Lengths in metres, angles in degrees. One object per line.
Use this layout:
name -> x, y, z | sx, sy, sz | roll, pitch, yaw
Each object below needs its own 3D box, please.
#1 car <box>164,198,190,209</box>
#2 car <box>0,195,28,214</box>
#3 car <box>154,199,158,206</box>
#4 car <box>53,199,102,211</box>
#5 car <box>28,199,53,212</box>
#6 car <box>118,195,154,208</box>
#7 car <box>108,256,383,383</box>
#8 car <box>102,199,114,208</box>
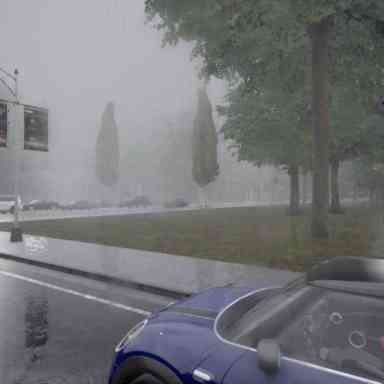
car -> -2.190, 1.643, 50.841 | 2.097, 1.767, 4.553 | 0, 0, 35
car -> -21.065, 1.388, 35.546 | 2.150, 2.045, 5.566 | 0, 0, 34
car -> -8.131, 1.824, 59.636 | 2.128, 1.511, 4.902 | 0, 0, 36
car -> -15.102, 1.767, 44.062 | 2.033, 1.411, 5.357 | 0, 0, 35
car -> -19.759, 1.683, 43.073 | 1.882, 1.535, 5.008 | 0, 0, 35
car -> -9.113, 1.504, 52.615 | 2.150, 2.045, 5.566 | 0, 0, 36
car -> 1.416, 1.352, 2.679 | 4.553, 1.767, 2.097 | 0, 0, 36
car -> -14.077, 1.825, 51.193 | 1.994, 1.385, 4.181 | 0, 0, 35
